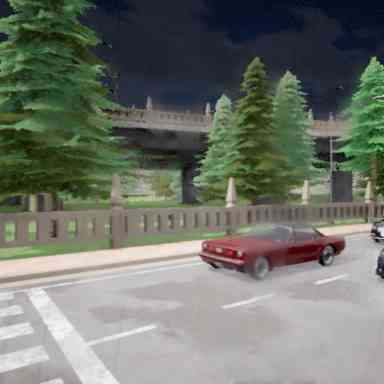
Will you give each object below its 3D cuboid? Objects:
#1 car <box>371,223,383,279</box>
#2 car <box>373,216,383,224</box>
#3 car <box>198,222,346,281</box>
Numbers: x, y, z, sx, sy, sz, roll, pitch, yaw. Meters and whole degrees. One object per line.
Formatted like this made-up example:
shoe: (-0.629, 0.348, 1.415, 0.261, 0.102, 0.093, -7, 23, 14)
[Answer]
car: (6.612, 1.580, 8.612, 4.181, 1.385, 1.994, 0, 0, -35)
car: (10.120, 1.518, 15.109, 4.902, 1.511, 2.128, 0, 0, -32)
car: (2.524, 1.613, 10.049, 4.718, 1.301, 1.895, 0, 0, -35)
